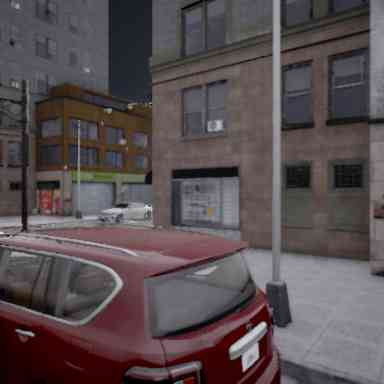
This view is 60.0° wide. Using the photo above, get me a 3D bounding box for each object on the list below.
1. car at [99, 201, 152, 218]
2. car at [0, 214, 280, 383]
[{"bbox_3d":[-4.822,1.441,24.887,1.812,1.442,4.674,0,0,35],"label":"car"},{"bbox_3d":[-1.509,1.315,3.882,5.009,1.841,2.192,0,0,35],"label":"car"}]
